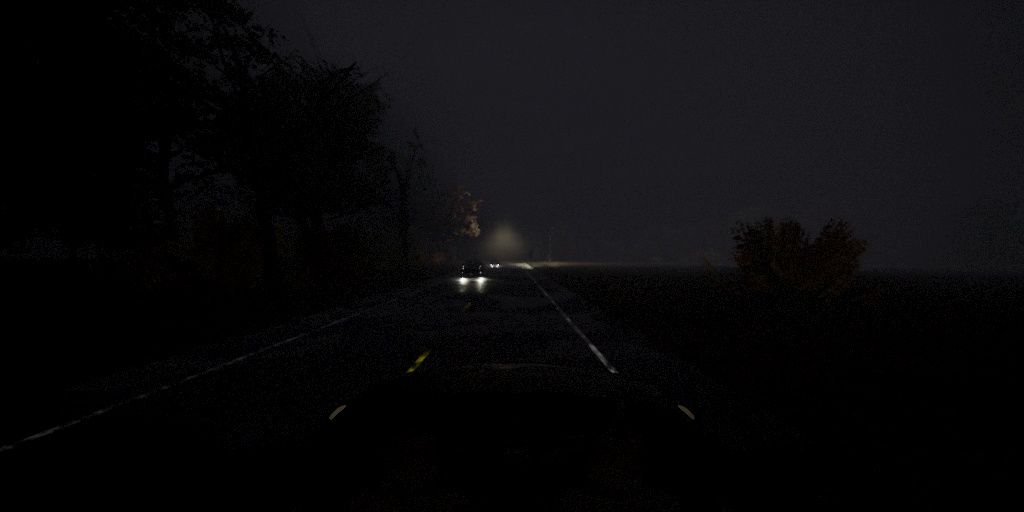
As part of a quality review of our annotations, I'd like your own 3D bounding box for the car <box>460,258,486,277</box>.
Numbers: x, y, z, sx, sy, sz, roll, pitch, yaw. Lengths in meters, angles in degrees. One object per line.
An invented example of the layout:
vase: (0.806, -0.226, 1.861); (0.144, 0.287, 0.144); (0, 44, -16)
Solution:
car: (-3.595, 1.029, 33.776); (2.097, 1.767, 4.553); (0, 0, 0)
